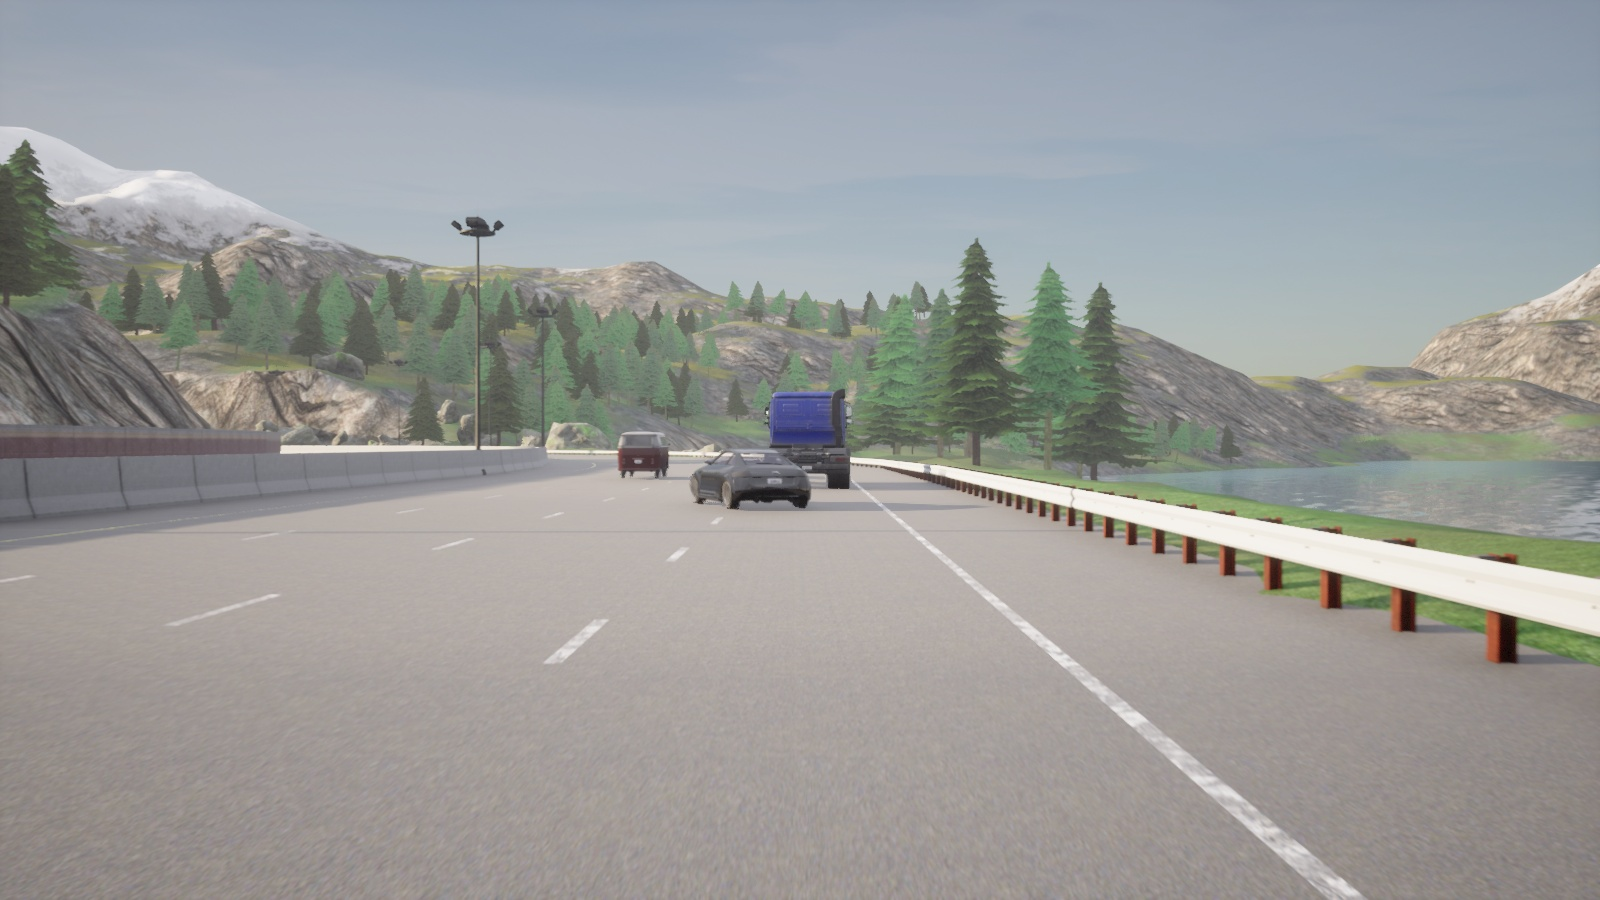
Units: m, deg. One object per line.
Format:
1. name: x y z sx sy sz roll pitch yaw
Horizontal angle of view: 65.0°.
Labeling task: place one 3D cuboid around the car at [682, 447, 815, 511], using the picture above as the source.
1. car: -1.307 0.641 29.951 1.994 1.385 4.181 0 0 -20

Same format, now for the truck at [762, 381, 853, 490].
1. truck: 0.267 -0.482 43.856 2.891 3.462 7.936 0 0 0

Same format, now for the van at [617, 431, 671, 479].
1. van: -6.673 0.188 54.159 1.775 1.987 4.442 0 0 0
